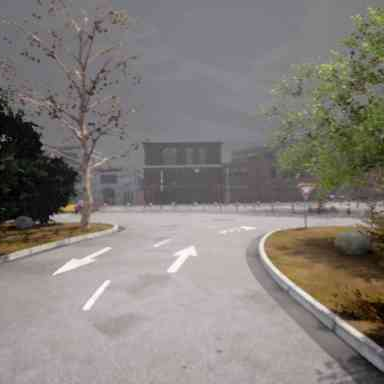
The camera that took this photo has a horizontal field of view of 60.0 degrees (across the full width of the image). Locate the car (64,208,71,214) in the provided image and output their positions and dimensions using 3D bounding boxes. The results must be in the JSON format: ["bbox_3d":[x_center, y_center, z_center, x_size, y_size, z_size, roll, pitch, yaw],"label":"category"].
[{"bbox_3d":[-15.398,1.789,39.662,2.097,1.535,5.008,-2,0,-3],"label":"car"}]

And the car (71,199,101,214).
[{"bbox_3d":[-12.370,1.570,39.776,2.185,1.767,4.553,-2,0,-3],"label":"car"}]
